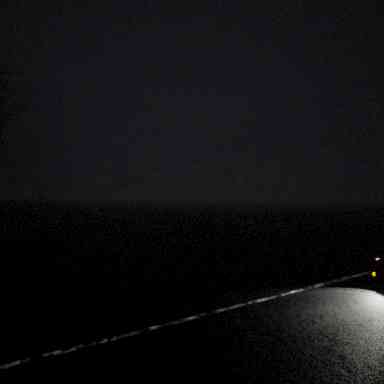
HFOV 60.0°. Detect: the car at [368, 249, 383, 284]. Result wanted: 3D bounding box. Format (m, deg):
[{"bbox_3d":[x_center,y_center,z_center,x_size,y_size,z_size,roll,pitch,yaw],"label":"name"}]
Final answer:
[{"bbox_3d":[6.391,1.665,8.549,4.181,1.385,1.994,1,0,-36],"label":"car"}]
